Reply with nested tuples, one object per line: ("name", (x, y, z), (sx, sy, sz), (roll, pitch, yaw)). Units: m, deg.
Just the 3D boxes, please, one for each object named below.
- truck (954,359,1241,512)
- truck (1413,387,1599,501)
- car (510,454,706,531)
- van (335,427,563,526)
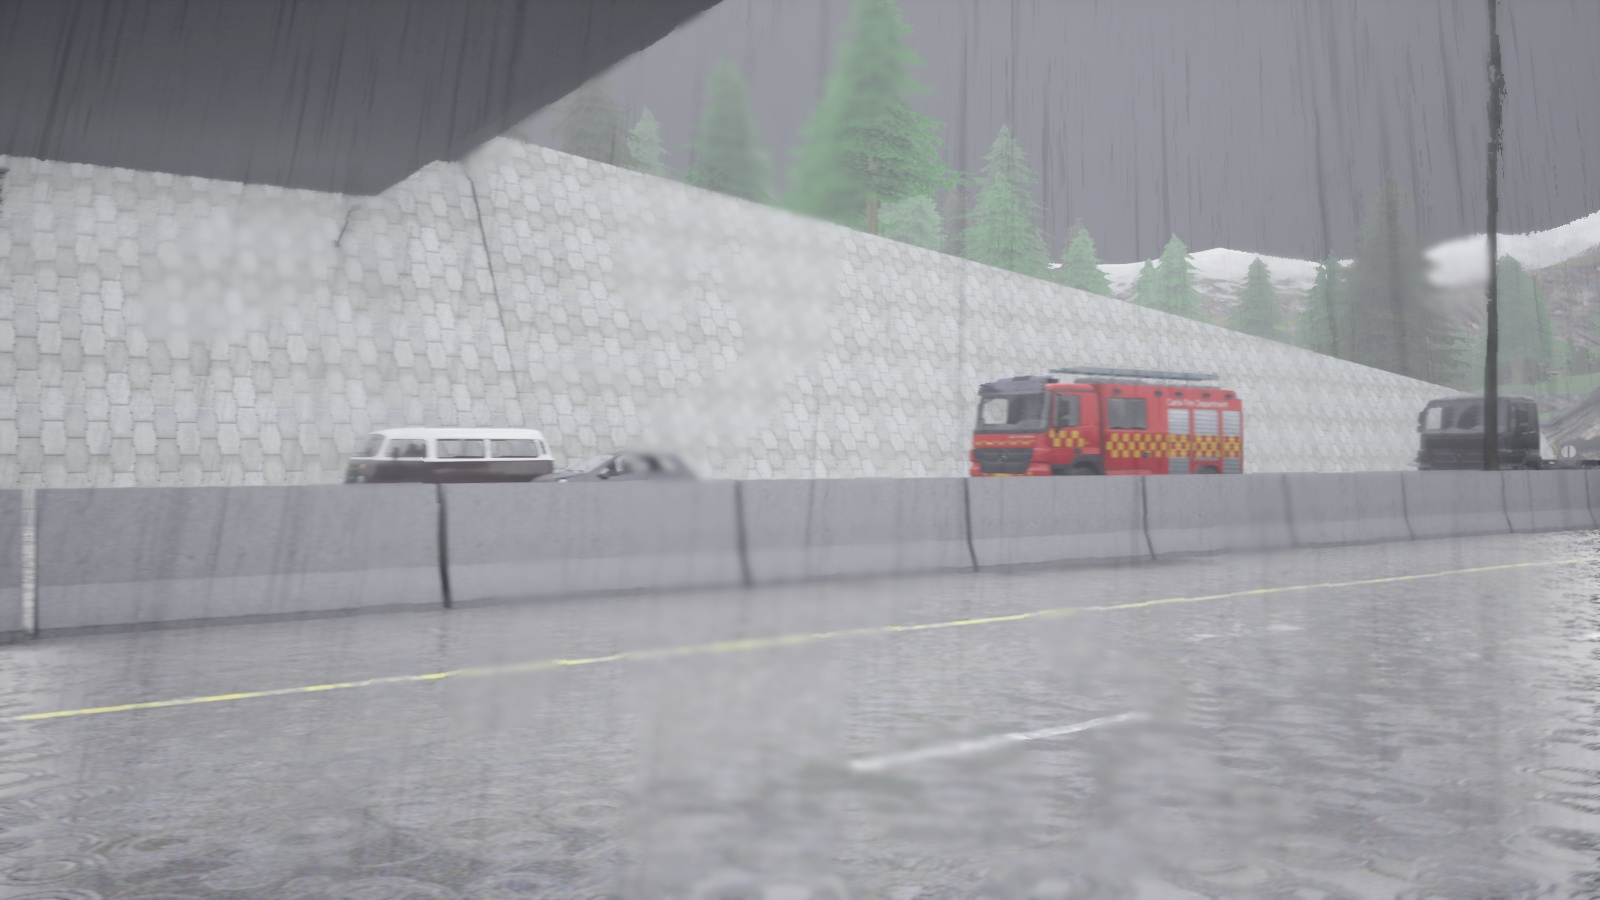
("truck", (8.462, -0.351, 35.139), (8.468, 3.827, 2.891), (0, 0, -35))
("truck", (23.887, -0.186, 41.608), (7.936, 3.462, 2.891), (0, 0, -35))
("car", (-4.030, 0.832, 26.439), (3.633, 1.501, 1.845), (0, 0, -35))
("van", (-7.814, 0.554, 28.071), (4.480, 2.038, 2.069), (0, 0, -35))
